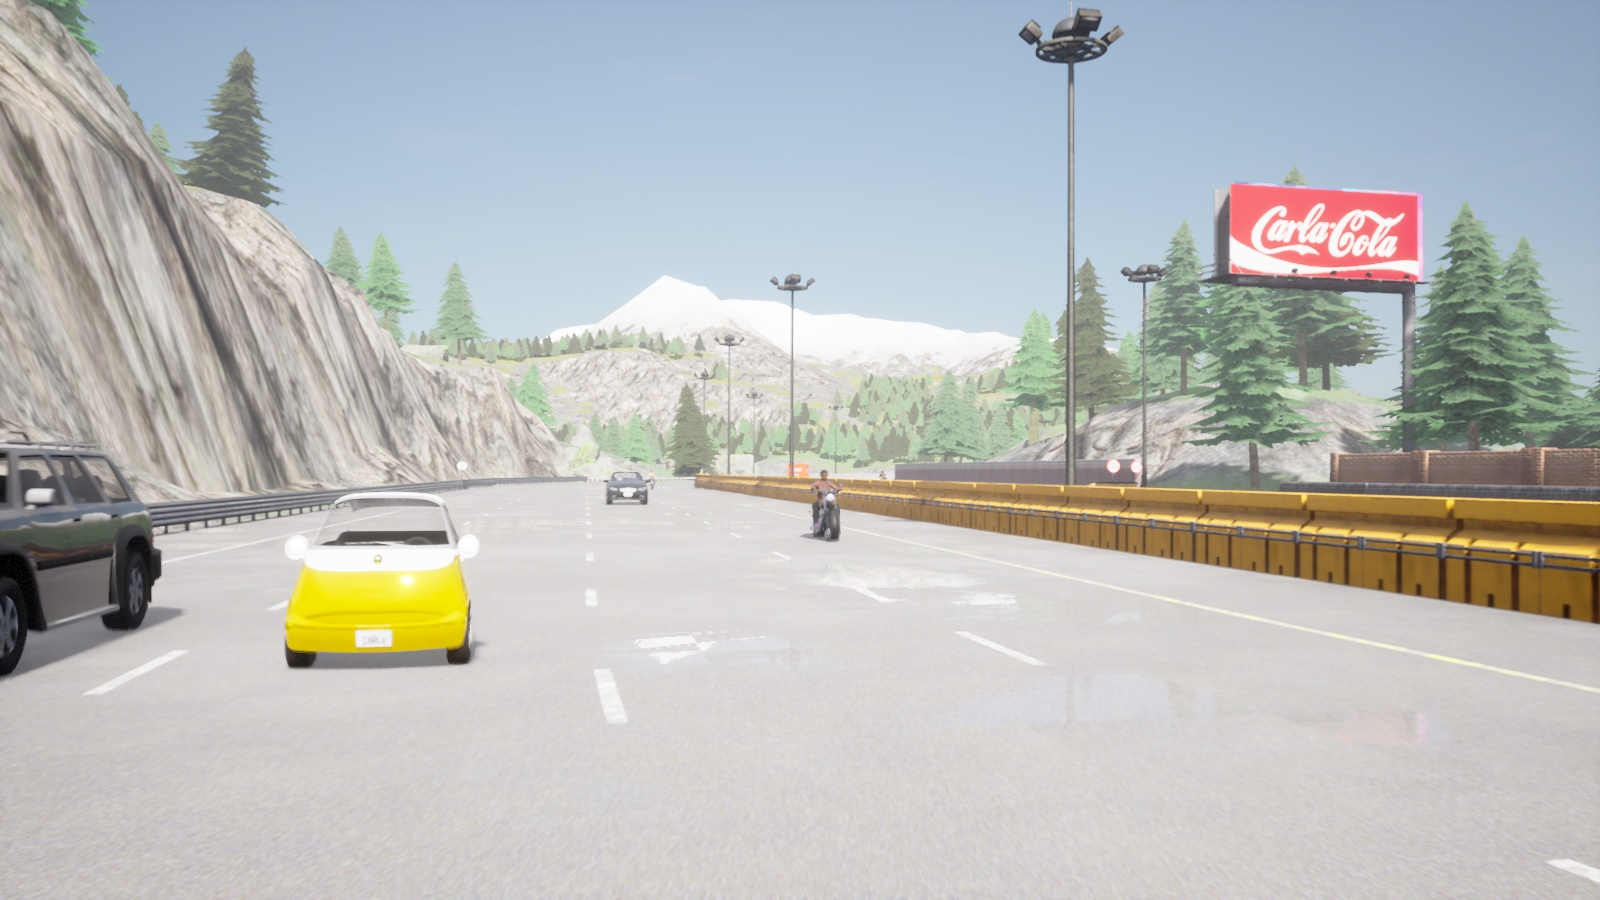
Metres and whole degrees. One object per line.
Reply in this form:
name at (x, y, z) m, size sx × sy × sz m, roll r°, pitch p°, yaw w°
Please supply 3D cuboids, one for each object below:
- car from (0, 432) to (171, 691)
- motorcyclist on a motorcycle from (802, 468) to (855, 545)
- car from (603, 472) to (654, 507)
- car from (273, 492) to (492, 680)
car at (-6.985, 0.832, 10.452) m, size 1.932 × 1.855 × 4.605 m, roll 0°, pitch -1°, yaw -11°
motorcyclist on a motorcycle at (0.617, 1.235, 28.245) m, size 0.766 × 1.649 × 2.350 m, roll 0°, pitch -1°, yaw -10°
car at (-7.886, 1.761, 57.358) m, size 2.128 × 1.511 × 4.902 m, roll 0°, pitch -1°, yaw -10°
car at (-3.431, 1.060, 10.641) m, size 1.481 × 1.376 × 2.207 m, roll 0°, pitch -1°, yaw -11°
